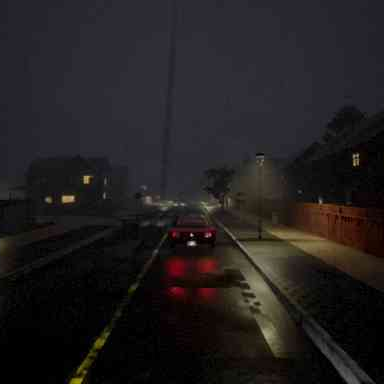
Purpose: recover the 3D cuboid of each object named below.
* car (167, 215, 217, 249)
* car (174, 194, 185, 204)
[{"bbox_3d":[0.000,1.640,14.693,1.895,1.301,4.718,0,0,0],"label":"car"},{"bbox_3d":[-2.752,1.518,73.742,2.150,2.045,5.566,0,0,0],"label":"car"}]
